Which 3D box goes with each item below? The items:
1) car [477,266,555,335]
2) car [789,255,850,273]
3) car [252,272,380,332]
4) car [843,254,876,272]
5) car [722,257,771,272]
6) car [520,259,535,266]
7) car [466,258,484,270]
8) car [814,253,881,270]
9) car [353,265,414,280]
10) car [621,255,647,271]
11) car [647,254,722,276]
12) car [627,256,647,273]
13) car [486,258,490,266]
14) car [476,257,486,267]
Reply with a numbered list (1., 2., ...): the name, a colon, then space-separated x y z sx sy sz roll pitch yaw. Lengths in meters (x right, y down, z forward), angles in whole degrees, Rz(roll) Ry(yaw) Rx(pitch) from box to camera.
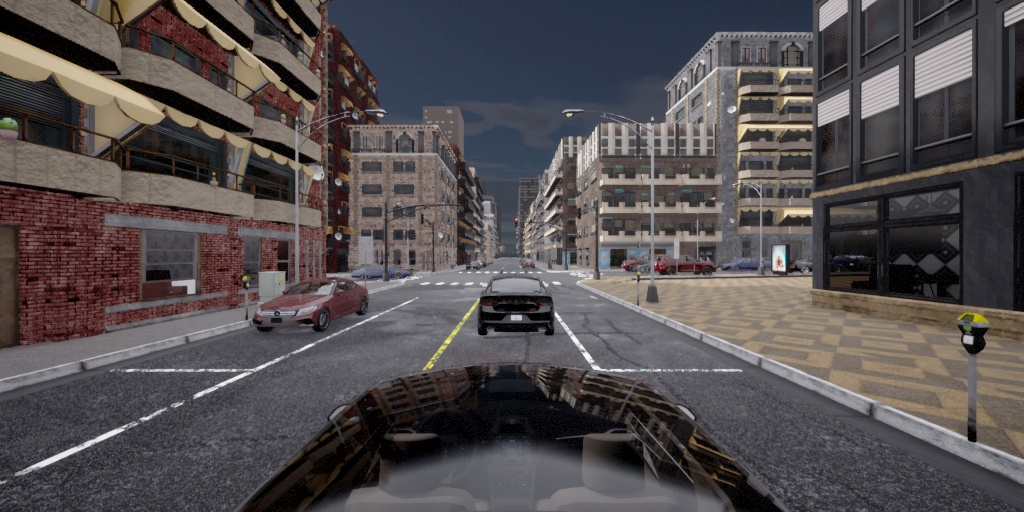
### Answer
1. car: 0.101 1.228 10.482 1.882 1.535 5.008 0 0 0
2. car: 25.812 0.822 30.891 4.313 1.339 1.948 0 0 0
3. car: -5.739 1.332 10.825 1.802 1.307 4.207 0 0 0
4. car: 31.360 0.718 30.937 4.313 1.339 1.948 0 0 0
5. car: 23.851 0.829 36.664 5.357 1.411 2.033 -1 0 -1
6. car: 2.708 1.208 58.530 1.967 1.591 4.097 0 0 0
7. car: -5.674 1.330 52.848 1.948 1.339 4.313 0 0 0
8. car: 34.293 0.562 36.741 5.008 1.535 1.882 -1 0 0
9. car: -11.978 1.498 33.344 5.357 1.411 2.033 -1 0 -4
10. car: 14.587 0.764 39.177 5.009 1.841 2.192 0 0 0
11. car: 14.719 0.778 30.798 5.009 1.841 2.192 0 0 0
12. car: 14.457 1.021 36.585 4.181 1.385 1.994 -1 0 -1
13. car: -5.670 1.086 64.213 2.192 1.841 5.009 0 0 0
14. car: -5.672 1.293 58.361 1.751 1.417 4.829 0 0 0
